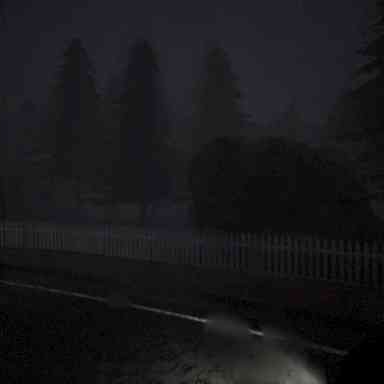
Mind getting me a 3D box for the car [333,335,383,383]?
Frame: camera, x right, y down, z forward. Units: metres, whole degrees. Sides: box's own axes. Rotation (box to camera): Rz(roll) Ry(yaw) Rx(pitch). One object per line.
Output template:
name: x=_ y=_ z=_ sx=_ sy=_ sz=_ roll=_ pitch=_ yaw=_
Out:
car: x=2.869 y=1.543 z=1.689 sx=4.181 sy=1.385 sz=1.994 roll=0 pitch=0 yaw=37
